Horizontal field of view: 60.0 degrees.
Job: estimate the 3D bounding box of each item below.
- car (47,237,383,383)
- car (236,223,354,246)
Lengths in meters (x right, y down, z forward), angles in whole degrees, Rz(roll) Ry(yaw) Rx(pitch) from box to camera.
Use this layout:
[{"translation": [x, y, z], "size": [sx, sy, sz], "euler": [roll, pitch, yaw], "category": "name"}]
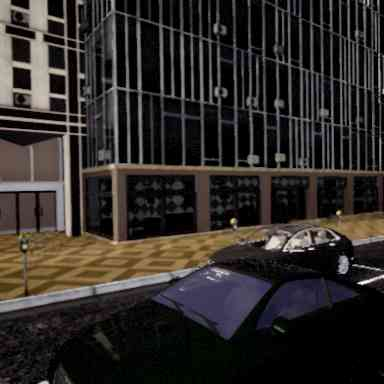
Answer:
[{"translation": [0.619, 1.547, 3.817], "size": [4.181, 1.385, 1.994], "euler": [0, 0, -35], "category": "car"}, {"translation": [2.348, 1.508, 8.372], "size": [4.403, 1.369, 2.008], "euler": [0, -1, -35], "category": "car"}]
